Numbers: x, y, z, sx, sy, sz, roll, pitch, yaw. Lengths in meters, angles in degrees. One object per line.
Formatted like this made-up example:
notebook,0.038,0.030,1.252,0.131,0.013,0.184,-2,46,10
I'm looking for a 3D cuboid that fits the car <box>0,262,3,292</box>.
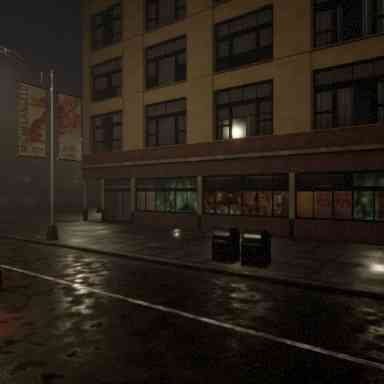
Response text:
car,-5.832,1.564,7.719,1.994,1.385,4.181,0,0,-40
